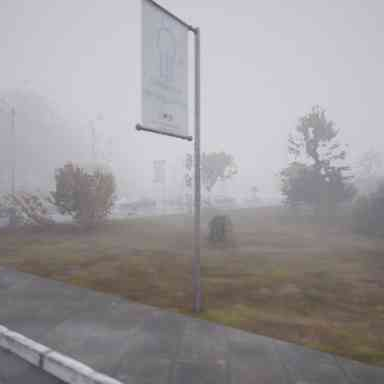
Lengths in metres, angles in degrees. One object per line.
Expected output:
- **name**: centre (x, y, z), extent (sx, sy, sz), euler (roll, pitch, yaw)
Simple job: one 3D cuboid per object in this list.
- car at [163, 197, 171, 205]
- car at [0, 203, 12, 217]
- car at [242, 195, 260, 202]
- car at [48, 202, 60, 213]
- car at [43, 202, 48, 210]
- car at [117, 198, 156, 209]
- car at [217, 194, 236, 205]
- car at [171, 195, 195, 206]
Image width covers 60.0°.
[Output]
- **car**: centre (-2.698, 1.370, 54.593), extent (1.837, 1.490, 4.892), euler (0, 1, 39)
- **car**: centre (-18.363, 1.579, 29.496), extent (1.812, 1.442, 4.674), euler (0, 0, 39)
- **car**: centre (11.047, 1.181, 61.585), extent (1.895, 1.301, 4.718), euler (0, 1, 32)
- **car**: centre (-12.790, 1.574, 36.448), extent (1.812, 1.442, 4.674), euler (0, 0, 39)
- **car**: centre (-15.561, 1.601, 38.588), extent (2.033, 1.411, 5.357), euler (0, 0, 39)
- **car**: centre (-6.926, 1.475, 43.755), extent (1.882, 1.535, 5.008), euler (0, 0, 39)
- **car**: centre (5.231, 1.138, 53.234), extent (2.097, 1.767, 4.553), euler (0, 1, 37)
- **car**: centre (-0.566, 1.227, 51.675), extent (2.097, 1.767, 4.553), euler (0, 1, 40)
